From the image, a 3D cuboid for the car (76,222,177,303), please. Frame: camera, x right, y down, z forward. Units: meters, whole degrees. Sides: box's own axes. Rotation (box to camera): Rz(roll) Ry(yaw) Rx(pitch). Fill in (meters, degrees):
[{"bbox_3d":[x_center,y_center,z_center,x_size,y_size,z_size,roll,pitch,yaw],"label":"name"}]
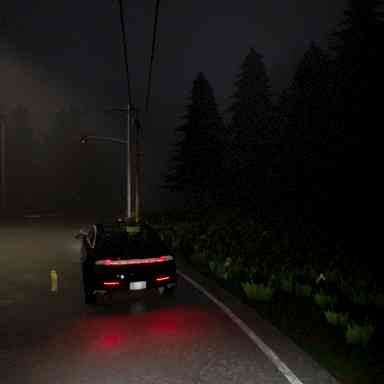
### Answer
[{"bbox_3d":[-1.789,1.492,8.351,2.128,1.511,4.902,0,0,-19],"label":"car"}]
